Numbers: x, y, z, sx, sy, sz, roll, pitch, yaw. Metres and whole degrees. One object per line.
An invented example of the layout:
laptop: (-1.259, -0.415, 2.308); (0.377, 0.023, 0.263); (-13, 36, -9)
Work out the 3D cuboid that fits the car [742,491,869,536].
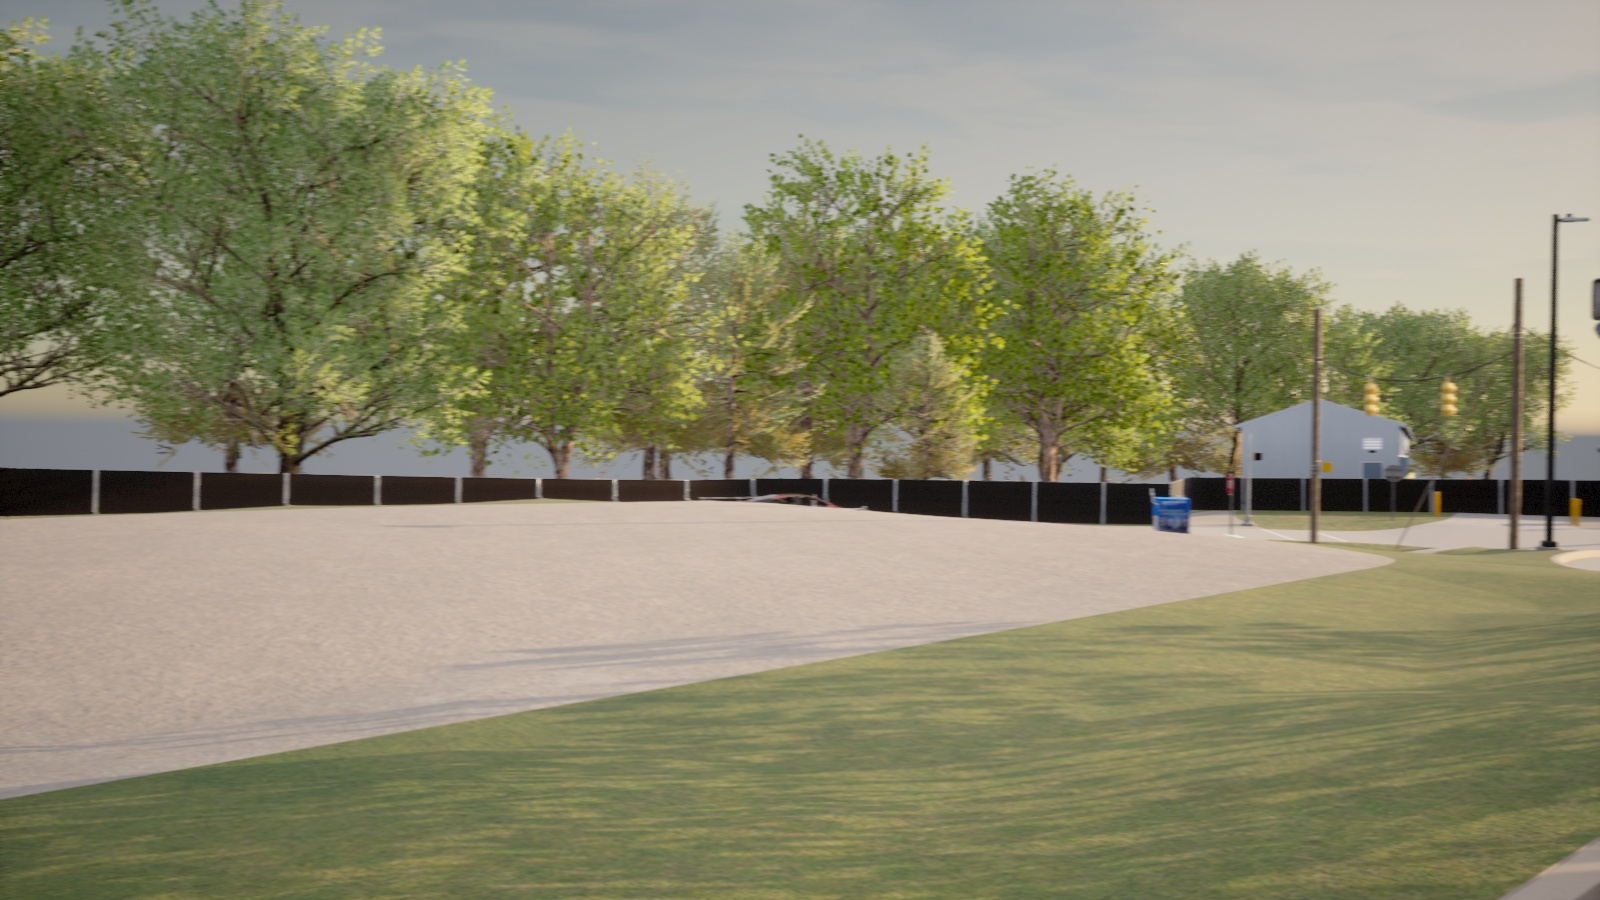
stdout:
car: (0.199, 2.395, 48.120); (4.514, 1.525, 2.007); (0, 1, -15)
